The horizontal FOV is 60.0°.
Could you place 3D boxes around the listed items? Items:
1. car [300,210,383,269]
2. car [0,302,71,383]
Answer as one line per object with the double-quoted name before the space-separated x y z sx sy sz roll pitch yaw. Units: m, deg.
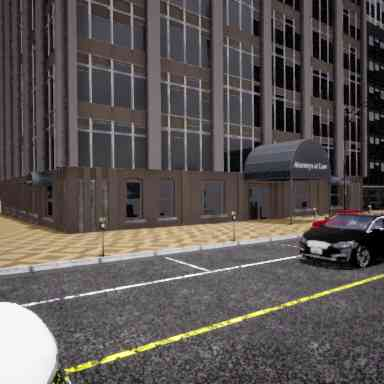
"car" 5.687 1.489 11.300 4.902 1.511 2.128 0 0 -35
"car" -3.222 1.223 1.008 5.566 2.045 2.150 0 0 -36
